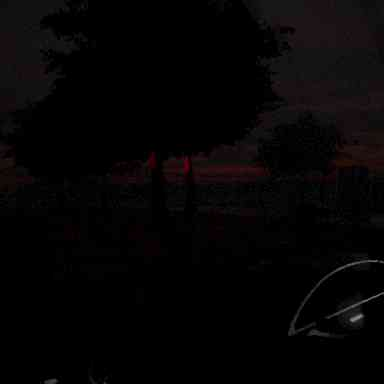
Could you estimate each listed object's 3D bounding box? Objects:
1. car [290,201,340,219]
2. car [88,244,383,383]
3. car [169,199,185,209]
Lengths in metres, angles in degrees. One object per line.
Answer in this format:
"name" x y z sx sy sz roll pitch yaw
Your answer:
"car" 11.816 1.661 32.004 1.882 1.535 5.008 -3 1 -32
"car" 1.223 1.504 4.150 4.892 1.490 1.837 1 0 -36
"car" -2.207 2.020 55.341 1.837 1.490 4.892 -3 0 -29
